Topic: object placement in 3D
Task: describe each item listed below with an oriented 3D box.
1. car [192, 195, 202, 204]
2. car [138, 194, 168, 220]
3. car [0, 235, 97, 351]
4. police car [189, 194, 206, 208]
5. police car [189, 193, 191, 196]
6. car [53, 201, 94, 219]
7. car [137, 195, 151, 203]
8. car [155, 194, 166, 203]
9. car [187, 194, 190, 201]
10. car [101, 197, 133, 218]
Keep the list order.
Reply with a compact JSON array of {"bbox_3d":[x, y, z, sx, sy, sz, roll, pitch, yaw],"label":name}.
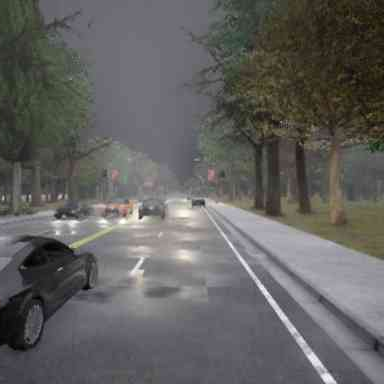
[{"bbox_3d":[0.863,1.437,64.002,1.882,1.535,5.008,0,0,0],"label":"car"},{"bbox_3d":[-3.154,1.295,27.951,2.097,1.767,4.553,0,0,0],"label":"car"},{"bbox_3d":[-3.151,1.508,6.030,1.812,1.442,4.674,0,0,0],"label":"car"},{"bbox_3d":[0.941,1.362,48.092,1.930,1.638,5.238,0,0,0],"label":"police car"},{"bbox_3d":[0.898,1.374,58.105,1.930,1.638,5.238,0,0,0],"label":"police car"},{"bbox_3d":[-9.853,1.490,28.254,2.033,1.411,5.357,0,0,0],"label":"car"},{"bbox_3d":[-9.896,1.488,68.892,2.128,1.511,4.902,0,0,0],"label":"car"},{"bbox_3d":[-6.661,1.288,70.820,2.097,1.767,4.553,0,0,0],"label":"car"},{"bbox_3d":[-0.274,1.486,83.688,1.994,1.385,4.181,0,0,-1],"label":"car"},{"bbox_3d":[-6.599,1.293,29.626,2.097,1.767,4.553,0,0,0],"label":"car"}]
